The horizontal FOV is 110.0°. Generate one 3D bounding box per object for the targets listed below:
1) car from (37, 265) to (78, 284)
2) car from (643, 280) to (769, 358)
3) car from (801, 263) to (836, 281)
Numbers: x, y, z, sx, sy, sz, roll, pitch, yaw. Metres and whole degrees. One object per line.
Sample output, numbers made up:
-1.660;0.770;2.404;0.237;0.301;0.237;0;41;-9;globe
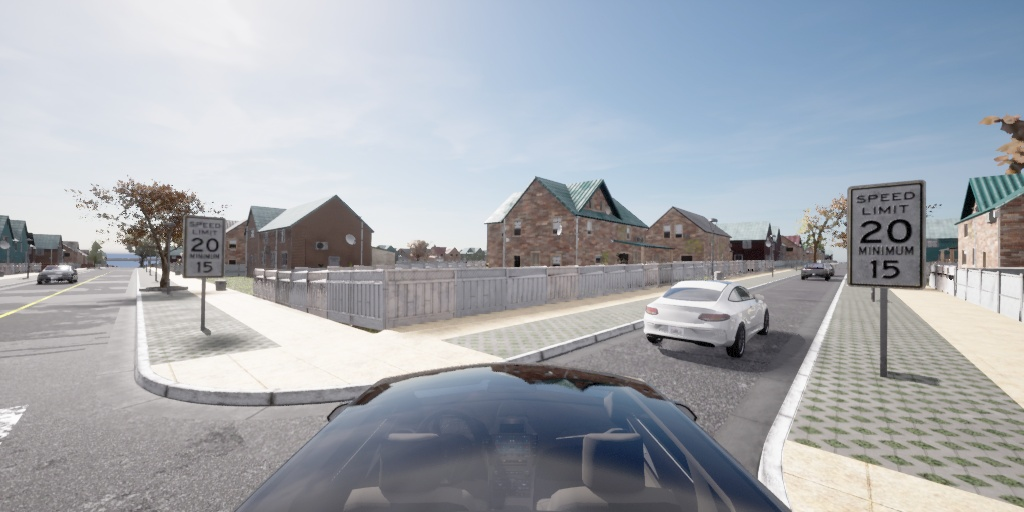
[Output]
-38.665;1.565;30.606;4.902;1.511;2.128;-1;-2;44;car
4.776;1.293;8.632;1.812;1.442;4.674;0;0;44;car
27.212;1.370;32.062;2.128;1.511;4.902;0;0;44;car
